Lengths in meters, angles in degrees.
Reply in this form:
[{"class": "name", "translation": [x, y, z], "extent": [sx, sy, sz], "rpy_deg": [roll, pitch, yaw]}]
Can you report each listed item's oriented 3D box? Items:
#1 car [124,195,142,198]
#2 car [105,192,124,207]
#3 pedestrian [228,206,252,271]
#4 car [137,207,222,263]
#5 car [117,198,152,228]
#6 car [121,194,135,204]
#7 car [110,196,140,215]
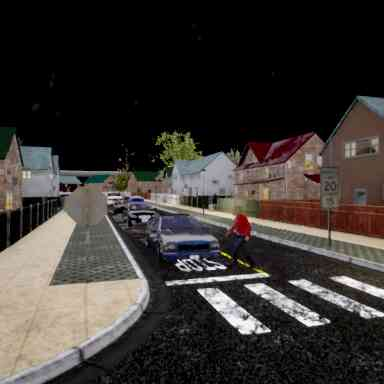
[{"class": "car", "translation": [-7.931, 1.232, 46.682], "extent": [1.882, 1.535, 5.008], "rpy_deg": [0, 0, -17]}, {"class": "car", "translation": [-10.926, 0.968, 46.695], "extent": [2.150, 2.045, 5.566], "rpy_deg": [0, 0, -17]}, {"class": "pedestrian", "translation": [1.325, 1.252, 9.211], "extent": [0.375, 1.860, 0.375], "rpy_deg": [0, 0, -17]}, {"class": "car", "translation": [-0.616, 1.493, 12.239], "extent": [2.033, 1.411, 5.357], "rpy_deg": [0, 0, -15]}, {"class": "car", "translation": [-3.458, 1.388, 21.757], "extent": [2.128, 1.511, 4.902], "rpy_deg": [0, 0, -17]}, {"class": "car", "translation": [-10.921, 1.174, 56.513], "extent": [1.882, 1.535, 5.008], "rpy_deg": [0, 0, -17]}, {"class": "car", "translation": [-6.337, 1.409, 31.248], "extent": [1.994, 1.385, 4.181], "rpy_deg": [0, 0, -17]}]
